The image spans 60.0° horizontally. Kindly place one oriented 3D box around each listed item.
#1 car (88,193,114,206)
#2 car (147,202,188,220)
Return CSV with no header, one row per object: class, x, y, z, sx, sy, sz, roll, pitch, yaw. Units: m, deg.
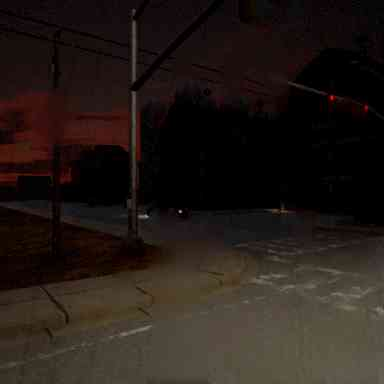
car,-13.764,1.118,50.617,3.866,1.878,1.905,-2,5,11
car,-2.111,1.528,27.951,1.994,1.385,4.181,0,0,-36
